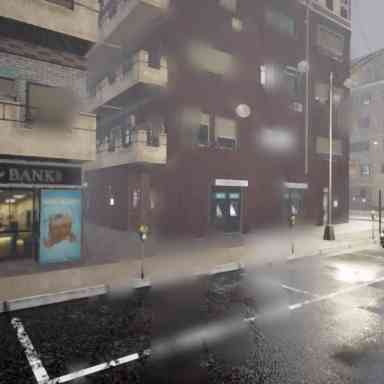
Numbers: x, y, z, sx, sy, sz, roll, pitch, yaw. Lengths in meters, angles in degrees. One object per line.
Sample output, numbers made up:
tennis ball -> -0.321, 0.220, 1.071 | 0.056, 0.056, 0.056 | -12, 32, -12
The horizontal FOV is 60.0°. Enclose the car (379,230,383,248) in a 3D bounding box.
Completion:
car -> 9.106, 1.553, 13.147 | 4.403, 1.369, 2.008 | 0, 1, -35
